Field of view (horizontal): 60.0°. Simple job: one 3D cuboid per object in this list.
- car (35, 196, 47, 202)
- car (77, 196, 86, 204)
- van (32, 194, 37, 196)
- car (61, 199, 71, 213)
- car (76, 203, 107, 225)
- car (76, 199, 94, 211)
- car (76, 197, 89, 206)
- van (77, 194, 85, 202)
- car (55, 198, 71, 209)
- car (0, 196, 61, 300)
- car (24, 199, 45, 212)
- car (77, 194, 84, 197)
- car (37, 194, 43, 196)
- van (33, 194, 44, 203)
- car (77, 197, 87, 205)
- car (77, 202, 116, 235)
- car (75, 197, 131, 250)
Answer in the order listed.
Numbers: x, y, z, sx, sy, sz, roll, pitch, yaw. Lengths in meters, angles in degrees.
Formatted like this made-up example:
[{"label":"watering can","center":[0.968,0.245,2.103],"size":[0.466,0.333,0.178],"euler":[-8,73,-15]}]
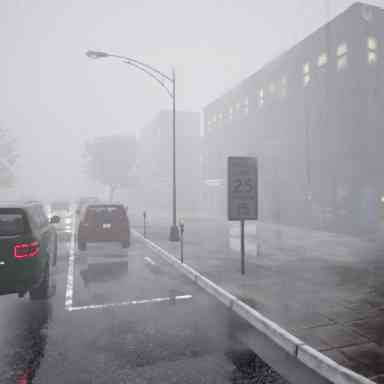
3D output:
[{"label":"car","center":[-33.756,1.561,74.370],"size":[2.008,1.369,4.403],"euler":[1,0,-19]},{"label":"car","center":[-22.245,1.539,66.843],"size":[1.752,1.417,4.829],"euler":[1,0,-19]},{"label":"van","center":[-26.434,1.354,53.441],"size":[1.690,1.788,3.998],"euler":[1,0,-19]},{"label":"car","center":[-14.795,1.490,37.524],"size":[1.882,1.535,5.008],"euler":[0,0,-19]},{"label":"car","center":[-7.552,1.560,24.824],"size":[2.008,1.369,4.403],"euler":[1,0,-19]},{"label":"car","center":[-13.041,1.579,40.521],"size":[1.947,1.339,4.313],"euler":[1,0,-19]},{"label":"car","center":[-18.530,1.565,56.218],"size":[2.008,1.369,4.403],"euler":[1,0,-19]},{"label":"van","center":[-25.847,1.353,77.150],"size":[1.690,1.788,3.998],"euler":[1,0,-19]},{"label":"car","center":[-18.119,1.614,46.864],"size":[1.895,1.301,4.718],"euler":[0,0,-19]},{"label":"car","center":[-4.573,1.224,8.129],"size":[2.150,2.045,5.566],"euler":[0,0,-19]},{"label":"car","center":[-19.006,1.613,40.312],"size":[1.895,1.301,4.718],"euler":[0,0,-19]},{"label":"car","center":[-9.379,1.326,30.058],"size":[2.192,1.841,5.009],"euler":[1,0,-19]},{"label":"car","center":[-30.095,1.452,63.906],"size":[1.967,1.590,4.097],"euler":[1,0,-19]},{"label":"van","center":[-31.923,1.353,69.138],"size":[1.690,1.788,3.998],"euler":[1,0,-19]},{"label":"car","center":[-20.360,1.596,61.450],"size":[1.802,1.307,4.206],"euler":[1,0,-19]},{"label":"car","center":[-5.720,1.448,19.591],"size":[1.967,1.590,4.097],"euler":[1,0,-19]},{"label":"car","center":[-3.889,1.321,14.359],"size":[2.192,1.841,5.009],"euler":[1,0,-19]}]
